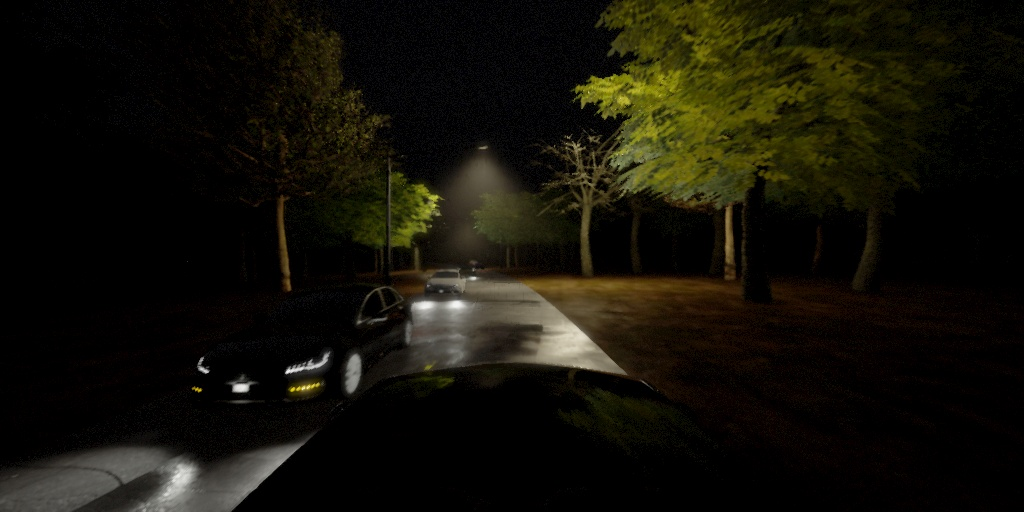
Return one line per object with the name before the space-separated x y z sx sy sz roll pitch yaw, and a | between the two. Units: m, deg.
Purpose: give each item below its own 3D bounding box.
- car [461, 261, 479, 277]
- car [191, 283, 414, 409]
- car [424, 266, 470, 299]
car | -5.411 1.594 43.525 2.097 1.767 4.553 0 -1 -6
car | -3.175 1.301 6.585 1.837 1.490 4.892 0 0 -1
car | -3.558 1.472 19.791 1.812 1.442 4.674 0 -1 -3
